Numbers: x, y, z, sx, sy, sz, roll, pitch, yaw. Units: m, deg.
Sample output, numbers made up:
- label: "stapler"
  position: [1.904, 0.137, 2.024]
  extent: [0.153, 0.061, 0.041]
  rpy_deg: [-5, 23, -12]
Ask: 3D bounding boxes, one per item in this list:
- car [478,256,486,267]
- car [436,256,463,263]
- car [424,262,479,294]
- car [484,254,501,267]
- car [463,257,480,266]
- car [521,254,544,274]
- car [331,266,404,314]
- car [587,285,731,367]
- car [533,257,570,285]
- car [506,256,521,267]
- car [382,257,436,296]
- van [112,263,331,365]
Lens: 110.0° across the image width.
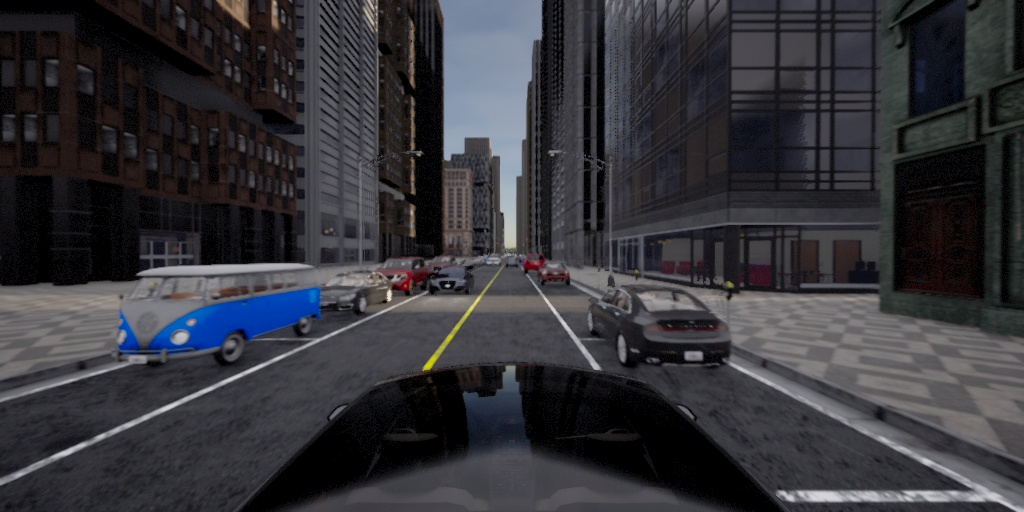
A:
- label: "car"
  position: [-5.774, 1.035, 58.389]
  extent: [2.007, 1.370, 4.403]
  rpy_deg: [0, 0, 0]
- label: "car"
  position: [-5.768, 0.929, 30.185]
  extent: [2.192, 1.841, 5.009]
  rpy_deg: [0, 0, 0]
- label: "car"
  position: [-3.101, 1.229, 19.200]
  extent: [1.994, 1.385, 4.181]
  rpy_deg: [0, 0, 0]
- label: "car"
  position: [-3.046, 0.696, 60.642]
  extent: [2.150, 2.045, 5.566]
  rpy_deg: [0, 0, 1]
- label: "car"
  position: [-5.771, 1.103, 47.107]
  extent: [1.948, 1.339, 4.313]
  rpy_deg: [0, 0, 0]
- label: "car"
  position: [2.387, 0.806, 38.243]
  extent: [2.150, 2.045, 5.566]
  rpy_deg: [0, 0, 0]
- label: "car"
  position: [-5.765, 1.244, 13.263]
  extent: [2.007, 1.370, 4.403]
  rpy_deg: [0, 0, 0]
- label: "car"
  position: [2.762, 1.271, 7.631]
  extent: [2.007, 1.370, 4.403]
  rpy_deg: [0, 0, 0]
- label: "car"
  position: [2.758, 1.081, 24.551]
  extent: [1.967, 1.591, 4.097]
  rpy_deg: [0, 0, 0]
- label: "car"
  position: [-0.008, 1.060, 56.240]
  extent: [1.994, 1.385, 4.181]
  rpy_deg: [0, 0, 0]
- label: "car"
  position: [-5.766, 0.981, 18.904]
  extent: [2.192, 1.841, 5.009]
  rpy_deg: [0, 0, 0]
- label: "van"
  position: [-5.764, 1.061, 7.623]
  extent: [1.690, 1.789, 3.998]
  rpy_deg: [0, 0, 0]
